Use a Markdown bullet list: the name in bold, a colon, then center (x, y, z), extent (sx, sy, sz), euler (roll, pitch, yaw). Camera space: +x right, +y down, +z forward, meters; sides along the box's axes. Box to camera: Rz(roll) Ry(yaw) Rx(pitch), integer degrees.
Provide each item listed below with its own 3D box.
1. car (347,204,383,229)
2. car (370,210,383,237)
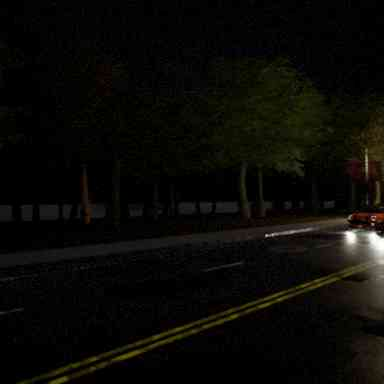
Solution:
- **car**: center (13.298, 1.818, 24.610), extent (4.553, 1.767, 2.097), euler (1, -2, -42)
- **car**: center (12.442, 1.910, 19.439), extent (4.181, 1.385, 1.994), euler (1, -2, -42)
